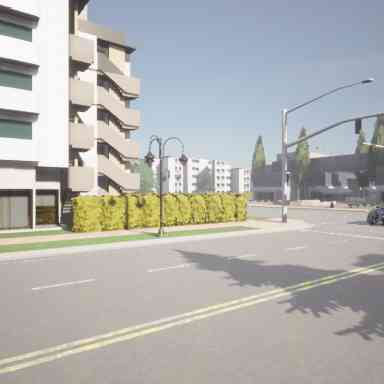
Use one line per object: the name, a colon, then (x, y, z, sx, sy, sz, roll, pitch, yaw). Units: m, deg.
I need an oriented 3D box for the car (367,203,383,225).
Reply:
car: (13.802, 1.352, 22.449, 4.553, 1.767, 2.097, 0, 0, -36)
